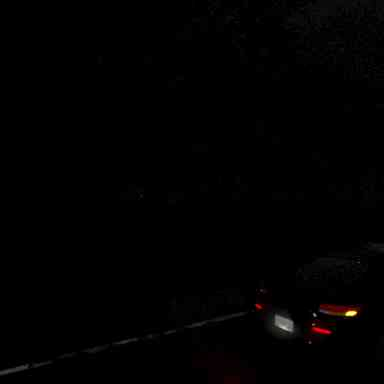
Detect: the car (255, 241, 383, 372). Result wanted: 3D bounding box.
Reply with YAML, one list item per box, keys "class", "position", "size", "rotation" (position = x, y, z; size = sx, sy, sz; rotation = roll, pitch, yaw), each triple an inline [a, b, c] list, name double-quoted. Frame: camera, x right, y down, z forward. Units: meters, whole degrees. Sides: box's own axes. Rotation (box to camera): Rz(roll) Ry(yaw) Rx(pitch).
- class: "car"
  position: [3.120, 1.588, 5.673]
  size: [4.674, 1.442, 1.812]
  rotation: [1, 0, -34]
